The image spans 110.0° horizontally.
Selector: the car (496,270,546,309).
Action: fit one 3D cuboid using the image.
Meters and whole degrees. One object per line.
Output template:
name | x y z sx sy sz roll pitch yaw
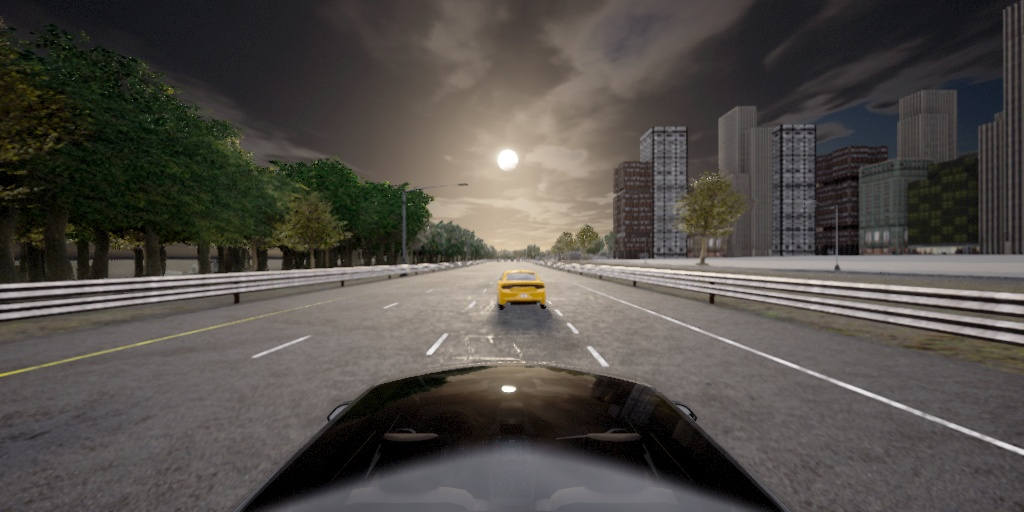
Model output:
car | 0.318 1.365 15.992 1.882 1.535 5.008 0 0 -3
